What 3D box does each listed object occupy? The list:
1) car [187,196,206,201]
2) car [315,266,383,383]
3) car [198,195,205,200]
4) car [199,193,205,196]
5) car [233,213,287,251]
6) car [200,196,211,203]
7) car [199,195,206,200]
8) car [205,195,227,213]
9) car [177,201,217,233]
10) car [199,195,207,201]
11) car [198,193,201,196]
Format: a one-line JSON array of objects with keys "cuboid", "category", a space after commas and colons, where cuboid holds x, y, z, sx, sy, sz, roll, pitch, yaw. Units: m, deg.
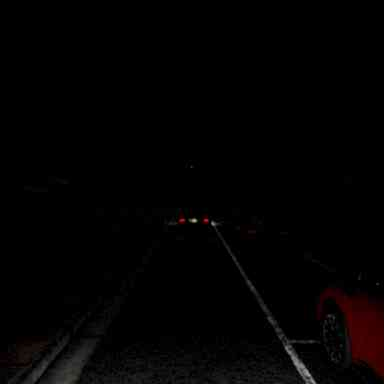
[{"cuboid": [0.125, 1.425, 35.592, 2.033, 1.411, 5.357, 0, 0, 4], "category": "car"}, {"cuboid": [2.674, 1.303, 2.468, 2.192, 1.841, 5.009, 2, 0, 0], "category": "car"}, {"cuboid": [2.789, 1.539, 95.332, 1.752, 1.417, 4.829, 1, 0, 0], "category": "car"}, {"cuboid": [2.745, 1.437, 62.538, 1.947, 1.339, 4.313, 1, 0, 0], "category": "car"}, {"cuboid": [2.679, 1.521, 13.576, 1.802, 1.307, 4.206, 2, 0, 0], "category": "car"}, {"cuboid": [2.751, 1.450, 67.975, 1.947, 1.339, 4.313, 1, 0, 0], "category": "car"}, {"cuboid": [2.782, 1.507, 89.895, 1.752, 1.417, 4.829, 1, 0, 0], "category": "car"}, {"cuboid": [2.714, 1.317, 35.791, 1.967, 1.590, 4.097, 2, 0, 0], "category": "car"}, {"cuboid": [0.128, 1.467, 19.045, 2.033, 1.411, 5.357, 0, 0, 0], "category": "car"}, {"cuboid": [2.773, 1.516, 84.287, 1.947, 1.339, 4.313, 1, 0, 0], "category": "car"}, {"cuboid": [2.760, 1.427, 73.581, 1.752, 1.417, 4.829, 1, 0, 0], "category": "car"}]
